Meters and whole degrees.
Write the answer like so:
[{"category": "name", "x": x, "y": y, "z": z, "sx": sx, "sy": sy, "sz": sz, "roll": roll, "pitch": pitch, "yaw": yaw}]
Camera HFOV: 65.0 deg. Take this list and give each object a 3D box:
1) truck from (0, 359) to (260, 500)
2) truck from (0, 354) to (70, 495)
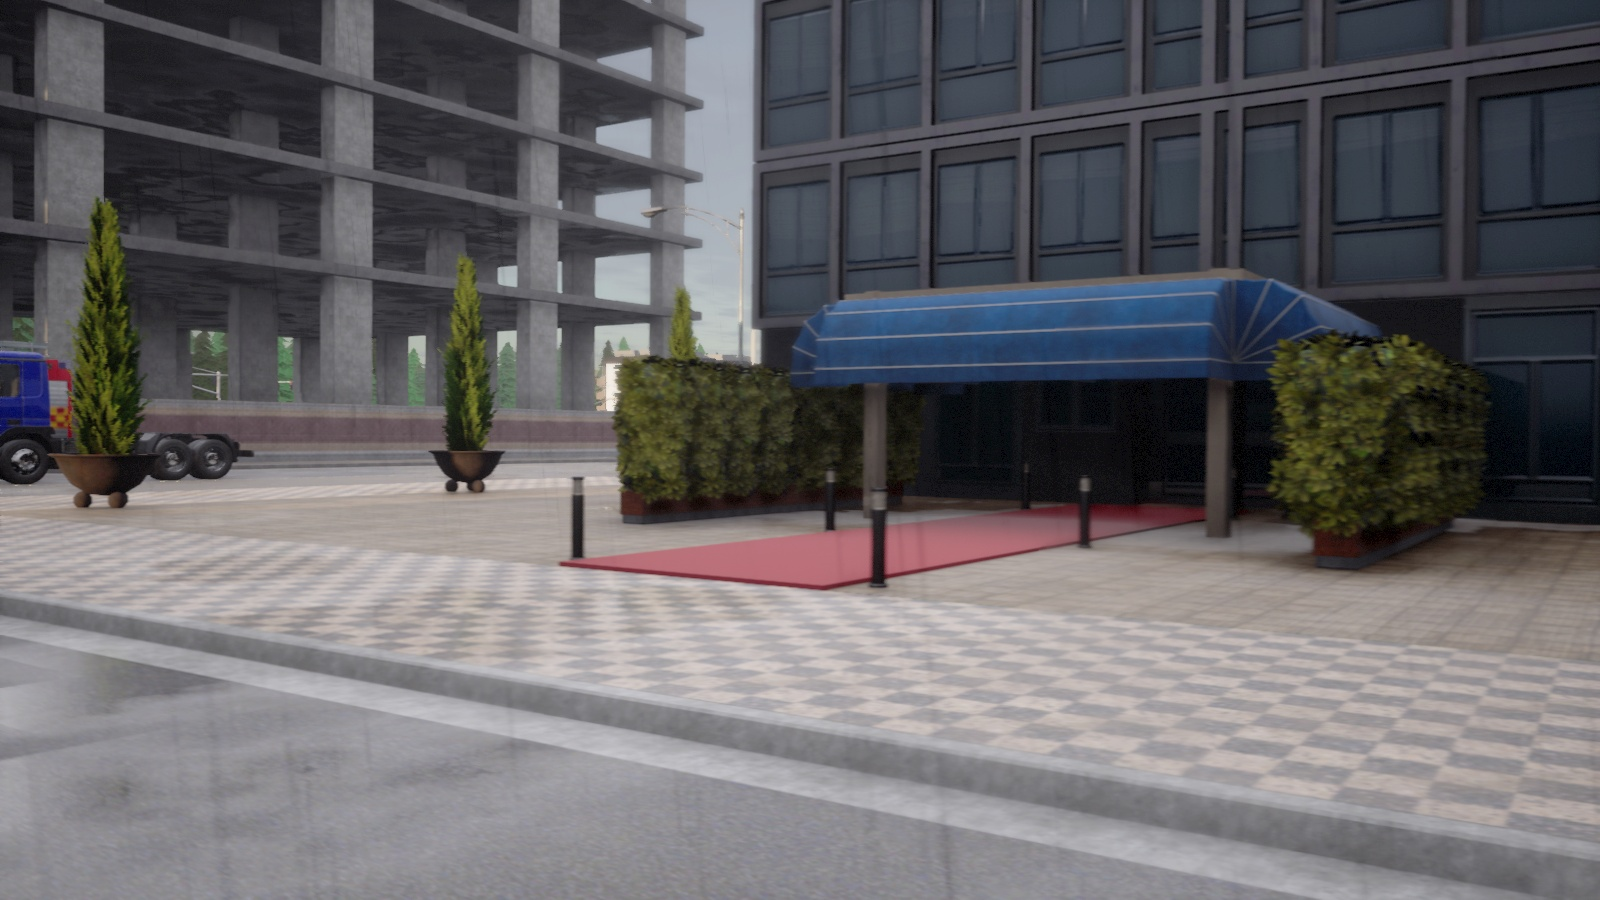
[{"category": "truck", "x": -19.176, "y": -0.542, "z": 34.079, "sx": 2.891, "sy": 3.462, "sz": 7.936, "roll": 0, "pitch": 1, "yaw": 34}, {"category": "truck", "x": -24.246, "y": -0.662, "z": 32.812, "sx": 2.891, "sy": 3.827, "sz": 8.468, "roll": 0, "pitch": 1, "yaw": 34}]
